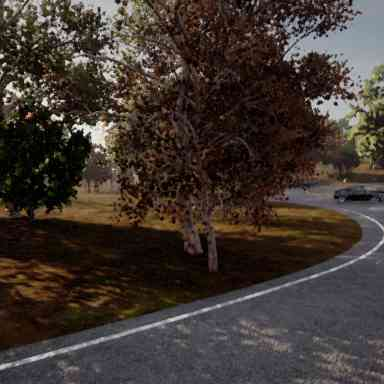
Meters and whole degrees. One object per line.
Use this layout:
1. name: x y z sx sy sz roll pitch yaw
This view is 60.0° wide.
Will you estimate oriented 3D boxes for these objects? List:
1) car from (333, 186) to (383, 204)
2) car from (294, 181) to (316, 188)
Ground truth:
1. car: 15.414 0.238 30.249 2.128 1.511 4.902 -5 3 -40
2. car: 21.049 -1.403 62.683 4.718 1.301 1.895 -5 3 -28
